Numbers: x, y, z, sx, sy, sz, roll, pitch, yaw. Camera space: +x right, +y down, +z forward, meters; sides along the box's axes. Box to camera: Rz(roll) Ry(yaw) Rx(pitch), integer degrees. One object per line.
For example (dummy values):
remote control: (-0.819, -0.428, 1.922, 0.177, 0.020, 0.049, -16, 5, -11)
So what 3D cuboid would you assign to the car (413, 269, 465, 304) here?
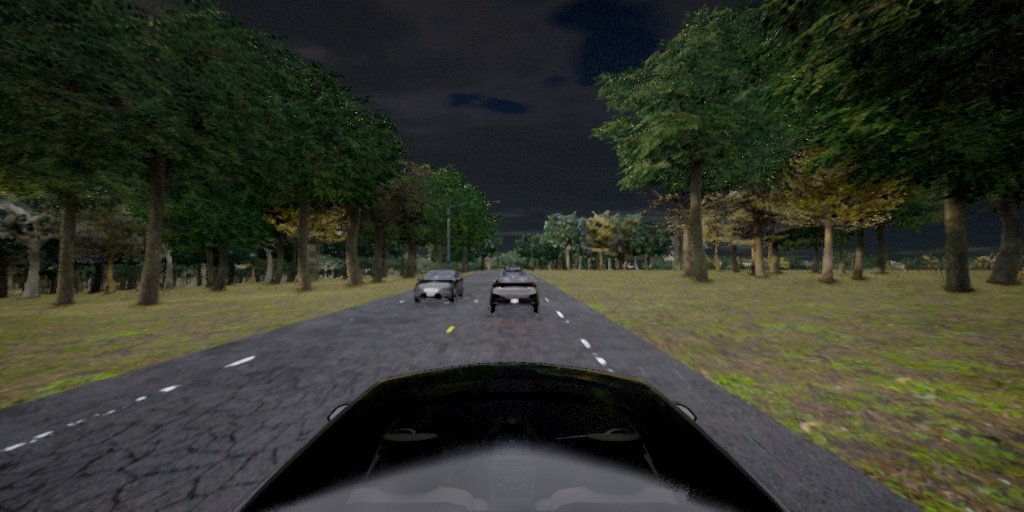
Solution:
car: (-3.498, 1.435, 17.918, 2.128, 1.511, 4.902, 0, -1, 0)

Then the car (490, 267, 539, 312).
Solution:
car: (0.095, 1.395, 14.980, 2.128, 1.511, 4.902, 0, -1, 0)
